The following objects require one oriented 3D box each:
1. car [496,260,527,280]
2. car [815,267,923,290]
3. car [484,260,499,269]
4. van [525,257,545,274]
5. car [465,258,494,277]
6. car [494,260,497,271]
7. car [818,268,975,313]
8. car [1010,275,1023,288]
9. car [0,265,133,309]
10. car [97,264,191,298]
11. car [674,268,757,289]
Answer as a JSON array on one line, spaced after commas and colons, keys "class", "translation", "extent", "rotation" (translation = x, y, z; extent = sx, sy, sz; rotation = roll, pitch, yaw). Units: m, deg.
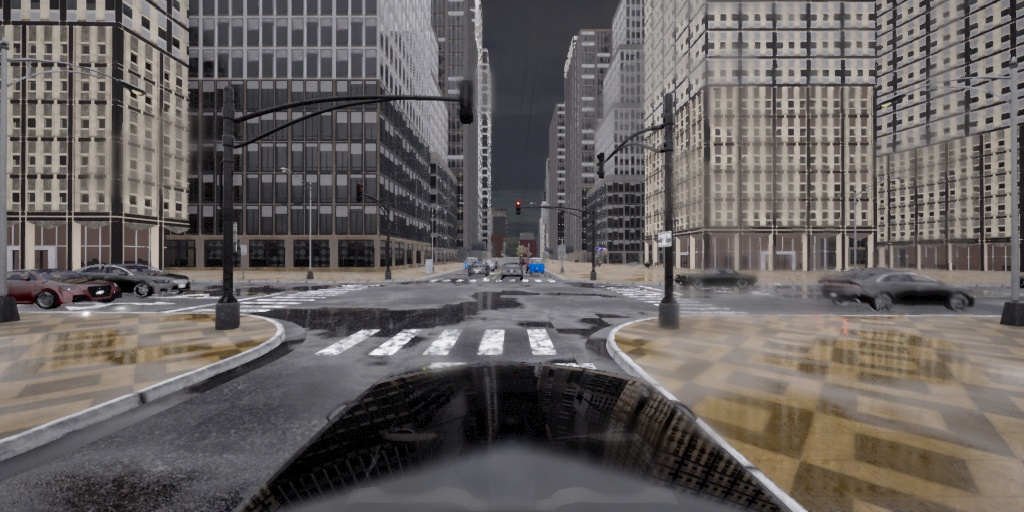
[{"class": "car", "translation": [0.010, 1.297, 31.422], "extent": [2.033, 1.411, 5.357], "rotation": [0, 0, 1]}, {"class": "car", "translation": [23.967, 1.498, 24.207], "extent": [5.357, 1.411, 2.033], "rotation": [0, 0, -1]}, {"class": "car", "translation": [-3.146, 1.297, 56.461], "extent": [2.033, 1.411, 5.357], "rotation": [0, 0, 0]}, {"class": "van", "translation": [2.686, 1.090, 39.821], "extent": [1.690, 1.789, 3.998], "rotation": [0, 0, 0]}, {"class": "car", "translation": [-3.232, 1.241, 35.655], "extent": [2.128, 1.511, 4.902], "rotation": [0, 0, 0]}, {"class": "car", "translation": [-3.192, 1.275, 45.829], "extent": [1.812, 1.442, 4.674], "rotation": [0, 0, 0]}, {"class": "car", "translation": [14.993, 1.338, 14.068], "extent": [4.902, 1.511, 2.128], "rotation": [0, 0, -1]}, {"class": "car", "translation": [37.107, 1.597, 24.509], "extent": [4.181, 1.385, 1.994], "rotation": [0, 0, -1]}, {"class": "car", "translation": [-17.424, 1.169, 13.395], "extent": [4.181, 1.385, 1.994], "rotation": [0, 0, -1]}, {"class": "car", "translation": [-17.810, 1.108, 16.638], "extent": [4.902, 1.511, 2.128], "rotation": [0, 0, -1]}, {"class": "car", "translation": [13.492, 1.483, 23.989], "extent": [4.718, 1.301, 1.895], "rotation": [0, 0, -1]}]
